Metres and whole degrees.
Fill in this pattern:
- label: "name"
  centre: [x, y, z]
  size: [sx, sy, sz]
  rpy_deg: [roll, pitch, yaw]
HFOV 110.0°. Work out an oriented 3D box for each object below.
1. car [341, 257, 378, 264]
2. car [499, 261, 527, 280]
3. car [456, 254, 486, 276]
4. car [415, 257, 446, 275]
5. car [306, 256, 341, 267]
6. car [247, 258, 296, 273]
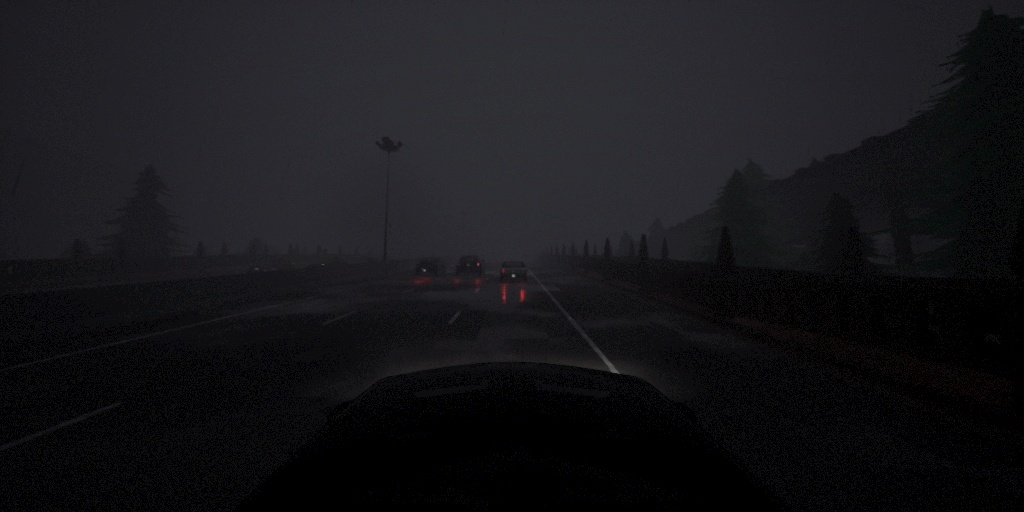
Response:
- label: "car"
  centre: [-14.083, 0.788, 34.315]
  size: [1.812, 1.442, 4.674]
  rpy_deg: [0, 1, 0]
- label: "car"
  centre: [0.092, 0.995, 25.939]
  size: [1.895, 1.301, 4.718]
  rpy_deg: [0, 1, 0]
- label: "car"
  centre: [-3.402, 0.680, 30.109]
  size: [2.097, 1.767, 4.553]
  rpy_deg: [0, 1, 0]
- label: "car"
  centre: [-6.900, 0.826, 30.672]
  size: [1.837, 1.490, 4.892]
  rpy_deg: [0, 1, 0]
- label: "car"
  centre: [-17.582, 0.742, 34.254]
  size: [1.882, 1.535, 5.008]
  rpy_deg: [0, 1, 0]
- label: "car"
  centre: [-21.081, 0.871, 31.597]
  size: [1.994, 1.385, 4.181]
  rpy_deg: [0, 1, 0]
